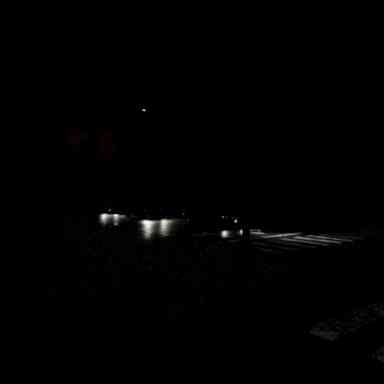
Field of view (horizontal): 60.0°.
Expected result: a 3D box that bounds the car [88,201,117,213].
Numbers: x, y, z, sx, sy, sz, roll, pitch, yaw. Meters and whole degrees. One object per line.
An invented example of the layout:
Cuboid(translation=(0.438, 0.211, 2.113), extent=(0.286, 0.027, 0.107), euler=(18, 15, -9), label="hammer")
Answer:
Cuboid(translation=(-10.451, 1.740, 38.888), extent=(1.895, 1.301, 4.718), euler=(0, 0, -36), label="car")

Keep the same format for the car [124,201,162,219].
Cuboid(translation=(-4.550, 1.578, 30.652), extent=(1.882, 1.535, 5.008), euler=(0, 0, -35), label="car")

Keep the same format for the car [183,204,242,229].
Cuboid(translation=(1.272, 1.553, 22.542), extent=(2.128, 1.511, 4.902), euler=(0, 0, -36), label="car")
